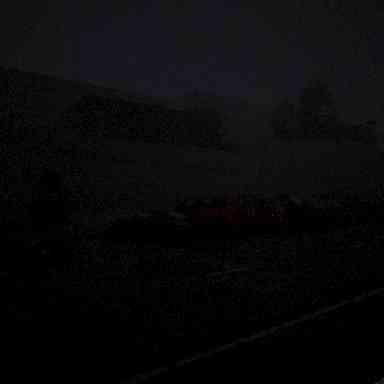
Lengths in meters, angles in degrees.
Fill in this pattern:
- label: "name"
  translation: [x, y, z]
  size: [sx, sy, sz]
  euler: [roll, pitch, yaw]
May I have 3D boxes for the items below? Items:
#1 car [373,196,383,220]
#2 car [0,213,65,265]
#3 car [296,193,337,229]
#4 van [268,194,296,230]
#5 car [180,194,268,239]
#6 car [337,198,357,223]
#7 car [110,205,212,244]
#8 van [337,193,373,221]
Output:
- label: "car"
  translation: [12.852, 1.150, 25.739]
  size: [4.553, 1.767, 2.185]
  euler: [-1, 0, 34]
- label: "car"
  translation: [-6.577, 1.517, 11.881]
  size: [4.792, 1.488, 2.163]
  euler: [-1, -1, 35]
- label: "car"
  translation: [5.567, 1.114, 20.550]
  size: [5.566, 2.045, 2.435]
  euler: [-1, -1, 34]
- label: "van"
  translation: [3.212, 1.168, 18.767]
  size: [4.442, 1.987, 1.878]
  euler: [-1, -1, 35]
- label: "car"
  translation: [0.656, 1.174, 17.110]
  size: [5.566, 2.045, 2.435]
  euler: [-1, 0, 34]
- label: "car"
  translation: [7.977, 1.337, 22.288]
  size: [4.892, 1.521, 2.231]
  euler: [-1, 0, 34]
- label: "car"
  translation: [-1.741, 1.488, 15.359]
  size: [4.674, 1.452, 2.002]
  euler: [-1, 0, 34]
- label: "van"
  translation: [10.300, 1.082, 24.089]
  size: [4.442, 1.987, 1.878]
  euler: [-1, 0, 34]
